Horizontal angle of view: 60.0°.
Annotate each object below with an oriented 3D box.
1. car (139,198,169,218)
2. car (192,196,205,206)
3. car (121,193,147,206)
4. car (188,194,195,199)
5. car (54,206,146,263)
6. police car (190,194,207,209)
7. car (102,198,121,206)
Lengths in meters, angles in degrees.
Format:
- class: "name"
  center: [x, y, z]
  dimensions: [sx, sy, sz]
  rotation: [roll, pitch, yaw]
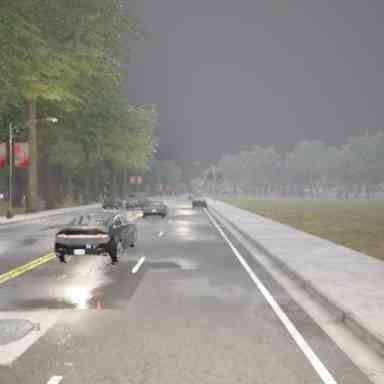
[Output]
- class: "car"
  center: [-3.156, 1.492, 29.519]
  dimensions: [1.994, 1.385, 4.181]
  rotation: [0, 0, 0]
- class: "car"
  center: [0.965, 1.369, 52.758]
  dimensions: [1.882, 1.535, 5.008]
  rotation: [0, 0, 0]
- class: "car"
  center: [-6.599, 1.130, 40.306]
  dimensions: [2.150, 2.045, 5.566]
  rotation: [0, 0, 0]
- class: "car"
  center: [-0.017, 1.333, 95.511]
  dimensions: [1.994, 1.385, 4.181]
  rotation: [0, 0, 0]
- class: "car"
  center: [-3.152, 1.459, 11.738]
  dimensions: [2.128, 1.511, 4.902]
  rotation: [0, 0, 0]
- class: "police car"
  center: [0.967, 1.331, 42.868]
  dimensions: [1.930, 1.638, 5.238]
  rotation: [0, 0, 0]
- class: "car"
  center: [-9.848, 1.454, 41.867]
  dimensions: [2.033, 1.411, 5.357]
  rotation: [0, 0, 0]
